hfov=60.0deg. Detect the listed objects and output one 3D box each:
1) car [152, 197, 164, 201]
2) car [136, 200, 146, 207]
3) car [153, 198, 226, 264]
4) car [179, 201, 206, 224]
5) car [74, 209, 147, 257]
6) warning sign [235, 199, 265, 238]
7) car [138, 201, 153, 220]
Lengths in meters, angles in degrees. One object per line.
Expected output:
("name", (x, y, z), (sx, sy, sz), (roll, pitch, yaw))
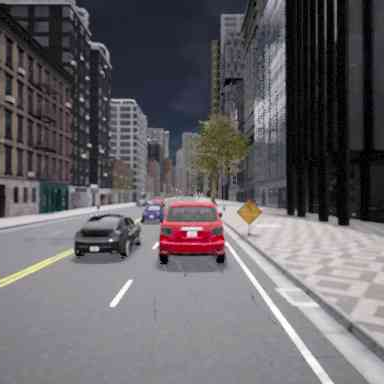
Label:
("car", (-6.486, 1.904, 64.513), (2.150, 2.045, 5.566), (0, -1, 1))
("car", (-9.730, 2.212, 64.915), (1.812, 1.442, 4.674), (0, -1, 0))
("car", (0.015, 1.353, 12.561), (2.150, 2.045, 5.566), (0, 0, 0))
("car", (0.035, 1.642, 28.417), (2.097, 1.767, 4.553), (0, -1, 0))
("car", (-3.222, 1.645, 13.493), (1.837, 1.490, 4.892), (0, 0, 1))
("warning sign", (2.858, 1.284, 16.604), (1.300, 1.860, 1.060), (0, -1, 0))
("car", (-3.211, 1.821, 28.883), (1.812, 1.442, 4.674), (0, 0, 1))
